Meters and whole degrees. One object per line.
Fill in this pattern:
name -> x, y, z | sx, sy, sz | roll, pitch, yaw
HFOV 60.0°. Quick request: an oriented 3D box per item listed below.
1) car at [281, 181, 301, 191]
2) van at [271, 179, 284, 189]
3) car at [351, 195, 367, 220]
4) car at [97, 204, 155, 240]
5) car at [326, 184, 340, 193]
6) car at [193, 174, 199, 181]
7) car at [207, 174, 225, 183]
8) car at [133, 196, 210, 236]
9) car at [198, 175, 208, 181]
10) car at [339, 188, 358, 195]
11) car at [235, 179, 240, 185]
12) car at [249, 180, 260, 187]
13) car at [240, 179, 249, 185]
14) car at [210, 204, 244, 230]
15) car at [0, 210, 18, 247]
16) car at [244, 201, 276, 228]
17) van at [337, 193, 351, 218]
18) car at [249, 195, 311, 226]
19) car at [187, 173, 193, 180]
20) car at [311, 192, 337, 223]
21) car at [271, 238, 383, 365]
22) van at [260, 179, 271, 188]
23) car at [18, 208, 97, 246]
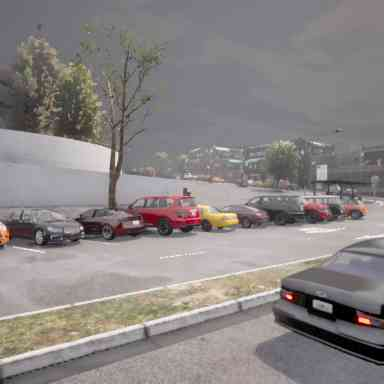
car -> 20.613, -0.990, 67.455 | 2.231, 1.521, 4.892 | 7, 3, 35
van -> 18.850, -1.489, 69.815 | 1.878, 1.987, 4.442 | 7, 4, 35
car -> 12.676, 1.405, 29.093 | 4.553, 1.767, 2.185 | -1, -1, 35
car -> -4.567, 1.525, 16.987 | 4.792, 1.488, 2.163 | -1, -1, 34
car -> 25.834, -0.424, 60.076 | 2.435, 2.045, 5.566 | 7, 3, 35
car -> 3.193, -3.848, 92.015 | 2.185, 1.767, 4.553 | 6, 3, 34
car -> 6.844, -3.174, 87.294 | 1.946, 1.575, 5.366 | 7, 3, 34
car -> -2.125, 1.249, 18.736 | 5.566, 2.045, 2.435 | -1, -1, 34
car -> 4.990, -3.697, 89.551 | 2.435, 2.045, 5.566 | 7, 3, 34
car -> 27.528, 0.138, 57.606 | 2.002, 1.452, 4.674 | 7, 3, 35
car -> 11.960, -2.315, 79.791 | 2.002, 1.452, 4.674 | 7, 3, 35
car -> 15.540, -1.810, 75.013 | 1.946, 1.575, 5.366 | 7, 3, 35
car -> 13.705, -2.042, 77.331 | 2.002, 1.452, 4.674 | 7, 3, 35
car -> 0.192, 1.504, 20.566 | 5.366, 1.575, 1.946 | -1, -1, 34
car -> -9.449, 1.367, 13.508 | 4.553, 1.767, 2.185 | -1, -1, 34
car -> 2.797, 1.550, 22.197 | 4.674, 1.452, 2.002 | -1, -1, 35
van -> 10.269, 1.298, 27.340 | 4.442, 1.987, 1.878 | -1, -1, 35
car -> 5.222, 1.264, 23.958 | 5.566, 2.045, 2.435 | -1, -1, 35
car -> 1.460, -4.083, 94.482 | 2.185, 1.767, 4.553 | 4, 1, 33
car -> 7.733, 1.268, 25.666 | 5.566, 2.045, 2.435 | -1, -1, 35
car -> 3.751, 1.551, 5.819 | 5.357, 1.411, 2.033 | 0, 0, -36
van -> 17.118, -1.762, 72.284 | 1.878, 1.987, 4.442 | 7, 4, 35
car -> -6.985, 1.495, 15.237 | 4.892, 1.521, 2.231 | -1, -1, 34
